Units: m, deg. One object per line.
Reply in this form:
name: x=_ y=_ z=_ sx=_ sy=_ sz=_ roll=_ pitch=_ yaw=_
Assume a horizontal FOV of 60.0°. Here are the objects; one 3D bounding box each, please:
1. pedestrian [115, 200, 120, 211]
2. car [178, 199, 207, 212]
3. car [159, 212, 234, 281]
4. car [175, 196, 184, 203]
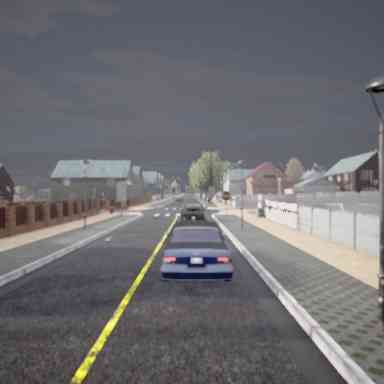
pedestrian: x=-9.687 y=1.504 z=43.356 sx=0.375 sy=1.860 sz=0.375 roll=0 pitch=0 yaw=0
car: x=0.100 y=1.535 z=25.716 sx=1.837 sy=1.490 sz=4.892 roll=0 pitch=0 yaw=0
car: x=0.100 y=1.561 z=9.849 sx=2.033 sy=1.411 sz=5.357 roll=0 pitch=0 yaw=0
car: x=-2.742 y=1.602 z=72.577 sx=2.033 sy=1.411 sz=5.357 roll=0 pitch=0 yaw=0
